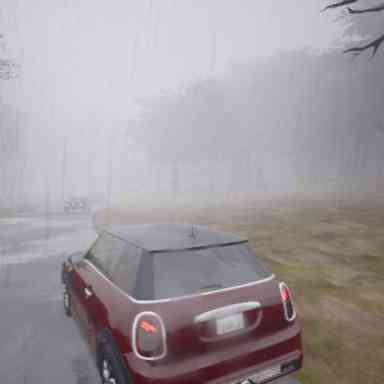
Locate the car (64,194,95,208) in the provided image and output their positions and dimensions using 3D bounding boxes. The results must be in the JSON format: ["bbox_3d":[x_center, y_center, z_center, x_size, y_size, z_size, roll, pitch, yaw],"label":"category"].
[{"bbox_3d":[-10.775,1.109,31.438,2.033,1.411,5.357,-2,1,-10],"label":"car"}]

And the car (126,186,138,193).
[{"bbox_3d":[-13.764,-0.661,76.276,1.882,1.535,5.008,-1,2,5],"label":"car"}]

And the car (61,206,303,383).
[{"bbox_3d":[-0.643,1.243,5.001,2.097,1.767,4.553,-2,1,-28],"label":"car"}]

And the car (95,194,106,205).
[{"bbox_3d":[-12.210,0.892,42.113,1.895,1.301,4.718,-2,2,-3],"label":"car"}]
